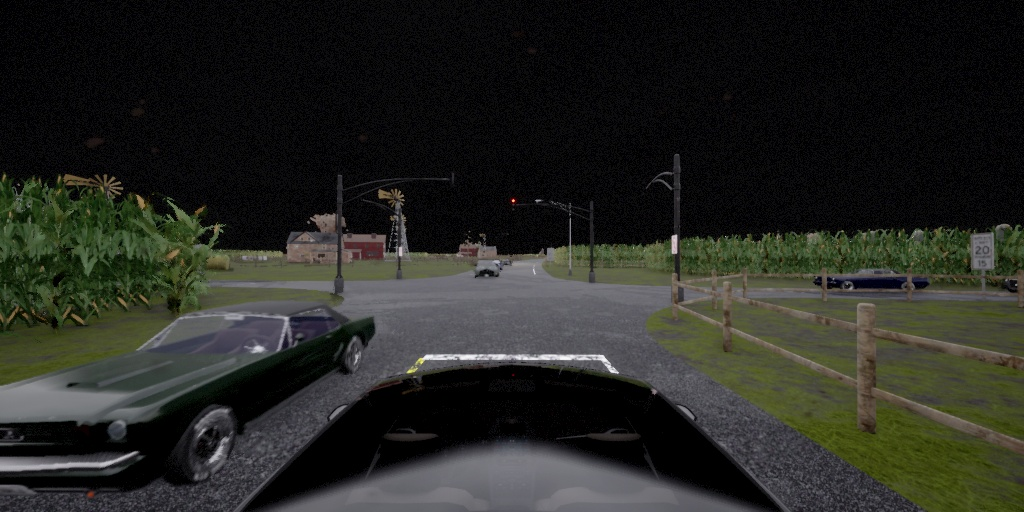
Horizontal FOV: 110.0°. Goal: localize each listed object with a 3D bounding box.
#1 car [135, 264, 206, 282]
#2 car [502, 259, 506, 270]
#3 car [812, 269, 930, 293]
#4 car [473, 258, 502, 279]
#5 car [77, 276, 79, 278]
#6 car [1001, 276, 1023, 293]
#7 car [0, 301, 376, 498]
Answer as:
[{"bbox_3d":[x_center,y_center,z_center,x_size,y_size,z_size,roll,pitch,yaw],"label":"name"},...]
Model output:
[{"bbox_3d":[-24.191,1.195,25.293,4.902,1.511,2.128,0,-1,9],"label":"car"},{"bbox_3d":[-2.318,1.267,49.671,1.812,1.442,4.674,0,0,3],"label":"car"},{"bbox_3d":[20.380,1.401,20.606,4.718,1.301,1.895,0,-1,9],"label":"car"},{"bbox_3d":[-2.438,1.099,32.821,2.097,1.767,4.553,0,0,-7],"label":"car"},{"bbox_3d":[-34.006,1.293,26.943,4.718,1.301,1.895,0,-1,9],"label":"car"},{"bbox_3d":[29.348,1.377,19.058,4.181,1.385,1.994,0,-1,10],"label":"car"},{"bbox_3d":[-3.580,1.351,4.752,1.895,1.301,4.718,0,0,0],"label":"car"}]
